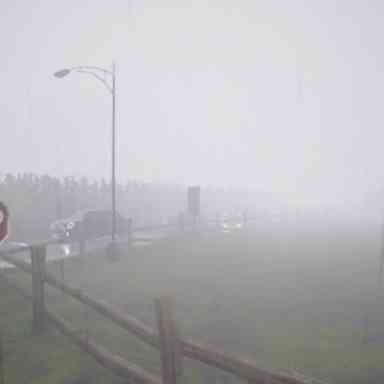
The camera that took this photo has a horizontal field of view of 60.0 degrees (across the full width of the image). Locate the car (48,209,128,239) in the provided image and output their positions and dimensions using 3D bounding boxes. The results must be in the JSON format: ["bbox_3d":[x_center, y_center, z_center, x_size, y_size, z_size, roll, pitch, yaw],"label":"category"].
[{"bbox_3d":[-5.957,1.804,19.420,2.097,1.767,4.553,-1,-2,34],"label":"car"}]

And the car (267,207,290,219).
[{"bbox_3d":[11.182,2.649,43.058,1.812,1.442,4.674,-1,-2,35],"label":"car"}]

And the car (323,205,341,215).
[{"bbox_3d":[22.791,2.911,54.194,1.882,1.535,5.008,-1,-2,36],"label":"car"}]

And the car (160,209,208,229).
[{"bbox_3d":[-0.585,2.158,26.925,2.128,1.511,4.902,-1,-2,36],"label":"car"}]

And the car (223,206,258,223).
[{"bbox_3d":[5.116,2.241,34.792,2.097,1.767,4.553,-1,-2,36],"label":"car"}]
